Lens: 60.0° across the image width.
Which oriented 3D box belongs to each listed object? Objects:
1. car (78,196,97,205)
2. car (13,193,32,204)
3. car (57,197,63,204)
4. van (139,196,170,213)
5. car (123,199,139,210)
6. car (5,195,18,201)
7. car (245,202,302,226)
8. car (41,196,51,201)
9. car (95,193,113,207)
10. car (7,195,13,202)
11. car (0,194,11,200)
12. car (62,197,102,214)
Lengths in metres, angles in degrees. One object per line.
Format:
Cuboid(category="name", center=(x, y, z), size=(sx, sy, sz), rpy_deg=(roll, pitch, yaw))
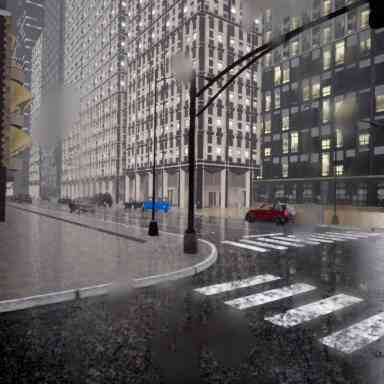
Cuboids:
Cuboid(category="car", center=(-18.501, 1.525, 58.824), size=(1.837, 1.490, 4.892), rpy_deg=(1, -1, -35))
Cuboid(category="car", center=(-30.524, 1.155, 60.515), size=(2.192, 1.841, 5.009), rpy_deg=(1, -1, -35))
Cuboid(category="car", center=(-22.600, 1.522, 59.330), size=(1.994, 1.385, 4.181), rpy_deg=(1, -1, -35))
Cuboid(category="van", center=(-4.086, 1.382, 37.714), size=(1.690, 1.788, 3.998), rpy_deg=(1, -1, -35))
Cuboid(category="car", center=(-7.357, 1.584, 42.320), size=(2.008, 1.369, 4.403), rpy_deg=(1, -1, -35))
Cuboid(category="car", center=(-40.329, 1.378, 74.336), size=(2.008, 1.369, 4.403), rpy_deg=(1, -1, -35))
Cuboid(category="car", center=(5.714, 1.505, 23.890), size=(1.967, 1.590, 4.097), rpy_deg=(1, -1, -35))
Cuboid(category="car", center=(-36.763, 1.570, 83.789), size=(1.802, 1.307, 4.206), rpy_deg=(1, -1, -35))
Cuboid(category="car", center=(-14.496, 1.255, 53.119), size=(2.150, 2.045, 5.566), rpy_deg=(1, -1, -35))
Cuboid(category="car", center=(-37.063, 1.396, 69.728), size=(1.947, 1.339, 4.313), rpy_deg=(1, -1, -35))
Cuboid(category="car", center=(-46.768, 1.365, 83.415), size=(1.752, 1.417, 4.829), rpy_deg=(1, -1, -35))
Cuboid(category="car", center=(-10.925, 1.427, 32.866), size=(2.008, 1.369, 4.403), rpy_deg=(1, -1, -35))
